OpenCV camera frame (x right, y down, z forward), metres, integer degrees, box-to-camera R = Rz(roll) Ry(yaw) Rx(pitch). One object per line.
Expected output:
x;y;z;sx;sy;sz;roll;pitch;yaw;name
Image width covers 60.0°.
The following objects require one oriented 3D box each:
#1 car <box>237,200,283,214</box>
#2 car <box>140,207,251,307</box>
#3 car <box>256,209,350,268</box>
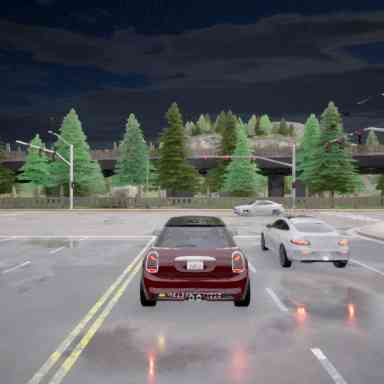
6.001;1.473;30.167;4.674;1.442;1.812;0;0;-15;car
0.077;1.352;8.157;2.097;1.767;4.553;0;0;1;car
3.594;1.526;11.205;1.812;1.442;4.674;0;0;0;car
